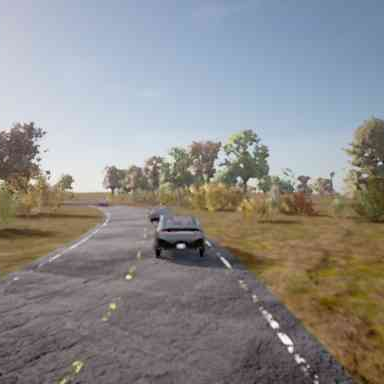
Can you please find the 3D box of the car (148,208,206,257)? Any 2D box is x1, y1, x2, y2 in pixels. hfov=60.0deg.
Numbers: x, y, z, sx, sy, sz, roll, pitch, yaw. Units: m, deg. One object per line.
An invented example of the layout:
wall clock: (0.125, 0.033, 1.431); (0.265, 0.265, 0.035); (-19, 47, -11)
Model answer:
car: (-0.588, 1.631, 13.653); (2.128, 1.511, 4.902); (0, 0, -5)

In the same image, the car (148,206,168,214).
car: (-2.718, 1.847, 28.641); (1.994, 1.385, 4.181); (0, 0, -11)

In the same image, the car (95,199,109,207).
car: (-17.071, 2.036, 62.960); (1.882, 1.535, 5.008); (1, -1, -24)
